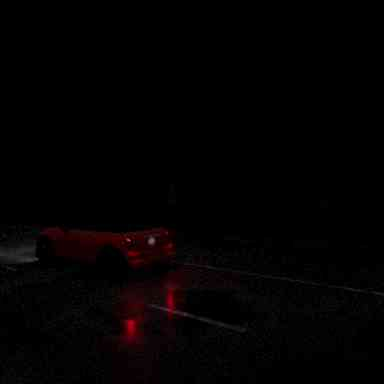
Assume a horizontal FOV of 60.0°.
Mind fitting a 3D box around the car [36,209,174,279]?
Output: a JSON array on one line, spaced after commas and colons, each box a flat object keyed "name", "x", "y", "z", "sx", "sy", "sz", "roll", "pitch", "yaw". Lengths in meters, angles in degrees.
[{"name": "car", "x": -2.826, "y": 1.365, "z": 10.318, "sx": 4.553, "sy": 1.767, "sz": 2.097, "roll": 0, "pitch": 0, "yaw": 36}]
